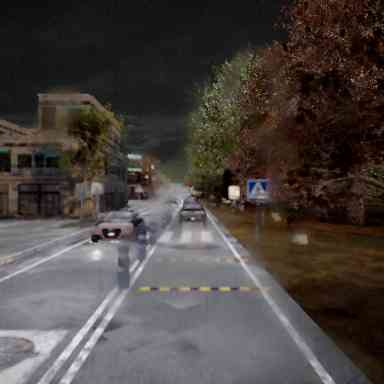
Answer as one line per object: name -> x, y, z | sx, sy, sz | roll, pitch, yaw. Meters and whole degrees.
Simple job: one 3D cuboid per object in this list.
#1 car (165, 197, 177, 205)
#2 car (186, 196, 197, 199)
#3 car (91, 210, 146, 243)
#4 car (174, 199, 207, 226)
car -> -3.574, 1.474, 57.386 | 1.994, 1.385, 4.181 | 0, 0, 0
car -> -0.041, 1.311, 42.634 | 2.097, 1.767, 4.553 | 0, 0, 0
car -> -3.368, 1.571, 15.905 | 1.994, 1.385, 4.181 | 0, 0, 0
car -> 0.053, 1.490, 23.603 | 2.128, 1.511, 4.902 | 0, 0, 0
